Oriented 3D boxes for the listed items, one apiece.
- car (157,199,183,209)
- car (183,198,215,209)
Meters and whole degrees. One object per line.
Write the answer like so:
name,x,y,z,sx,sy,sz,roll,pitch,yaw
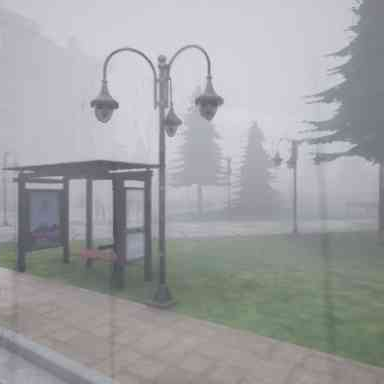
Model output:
car,-2.826,1.669,46.938,1.895,1.301,4.718,0,0,36
car,1.436,1.551,46.683,2.128,1.511,4.902,0,0,36
